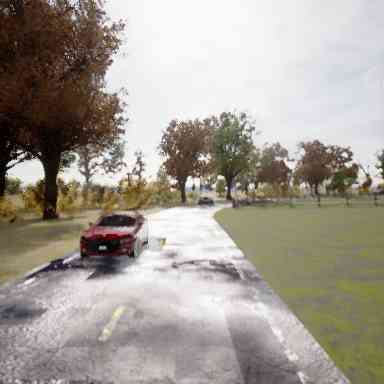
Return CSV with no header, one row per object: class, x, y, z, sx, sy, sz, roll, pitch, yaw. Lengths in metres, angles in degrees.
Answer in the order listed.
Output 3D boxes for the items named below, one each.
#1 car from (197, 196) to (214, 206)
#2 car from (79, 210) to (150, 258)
car,2.306,1.478,55.509,1.837,1.490,4.892,0,1,19
car,-2.838,1.501,13.071,1.882,1.535,5.008,0,0,0
